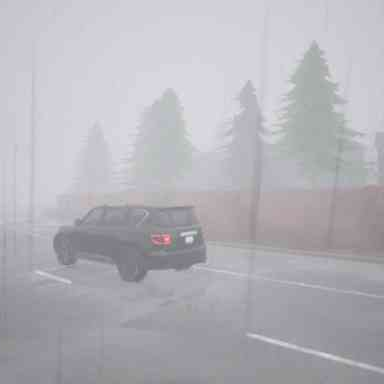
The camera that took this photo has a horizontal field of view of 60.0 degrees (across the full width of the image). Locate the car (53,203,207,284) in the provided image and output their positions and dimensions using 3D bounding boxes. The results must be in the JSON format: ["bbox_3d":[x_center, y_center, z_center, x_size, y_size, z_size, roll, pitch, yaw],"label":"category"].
[{"bbox_3d":[-2.106,1.352,10.314,5.566,2.045,2.150,-1,-1,40],"label":"car"}]
